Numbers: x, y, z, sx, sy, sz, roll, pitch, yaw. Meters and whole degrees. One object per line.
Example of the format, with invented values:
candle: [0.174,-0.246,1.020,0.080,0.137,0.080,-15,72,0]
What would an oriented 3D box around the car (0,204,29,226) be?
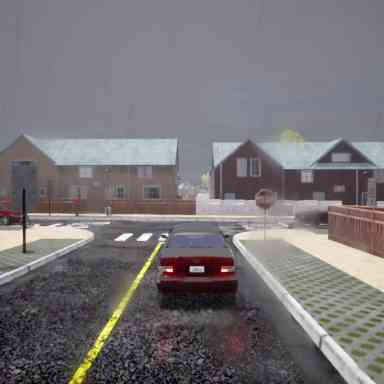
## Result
car: [-12.918,1.410,21.295,4.674,1.442,1.812,1,0,4]

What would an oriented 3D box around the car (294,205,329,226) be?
car: [10.187,1.657,23.746,5.357,1.411,2.033,1,0,0]

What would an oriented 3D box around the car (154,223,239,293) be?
car: [0.094,1.547,8.970,2.033,1.411,5.357,0,0,0]

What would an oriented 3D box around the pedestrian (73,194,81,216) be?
pedestrian: [-9.378,1.053,27.144,0.375,1.860,0.375,0,0,1]
